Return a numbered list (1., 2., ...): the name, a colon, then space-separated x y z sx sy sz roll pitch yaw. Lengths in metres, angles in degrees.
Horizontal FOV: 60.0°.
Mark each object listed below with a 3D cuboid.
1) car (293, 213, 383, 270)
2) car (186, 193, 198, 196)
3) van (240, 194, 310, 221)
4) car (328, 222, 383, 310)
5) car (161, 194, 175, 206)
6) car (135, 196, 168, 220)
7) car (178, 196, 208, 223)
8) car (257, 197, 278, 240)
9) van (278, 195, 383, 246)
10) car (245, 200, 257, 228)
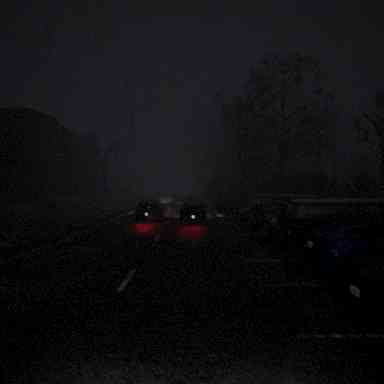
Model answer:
1. car: 5.558 1.469 9.109 4.792 1.488 2.163 0 0 0
2. car: 0.055 0.873 41.884 1.882 1.535 5.008 0 2 0
3. van: 5.401 1.115 20.129 4.442 1.987 1.878 0 1 0
4. car: 5.502 1.487 6.357 4.792 1.488 2.163 0 0 0
5. car: -3.199 0.938 41.281 1.812 1.442 4.674 0 2 0
6. car: -3.176 1.281 25.534 1.837 1.490 4.892 0 0 0
7. car: 0.075 1.311 23.841 1.837 1.490 4.892 0 1 0
8. car: 5.492 1.273 14.745 4.553 1.767 2.185 0 1 0
9. van: 5.642 1.196 11.860 4.442 1.987 1.878 0 0 0
10. car: 5.514 1.373 17.374 4.892 1.521 2.231 0 1 0
